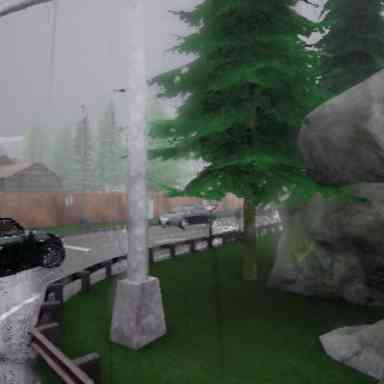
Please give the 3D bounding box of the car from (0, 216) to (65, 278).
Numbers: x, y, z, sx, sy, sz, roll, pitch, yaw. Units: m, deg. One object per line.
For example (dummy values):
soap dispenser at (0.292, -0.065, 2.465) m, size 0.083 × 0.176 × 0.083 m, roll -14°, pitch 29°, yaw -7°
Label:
car at (-5.484, 1.410, 8.854) m, size 2.097 × 1.767 × 4.553 m, roll 0°, pitch 0°, yaw 15°

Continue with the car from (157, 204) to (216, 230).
car at (-0.271, 1.571, 22.031) m, size 2.128 × 1.511 × 4.902 m, roll -1°, pitch 0°, yaw 36°

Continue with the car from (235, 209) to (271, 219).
car at (5.694, 1.603, 30.154) m, size 1.812 × 1.442 × 4.674 m, roll -1°, pitch 0°, yaw 37°
